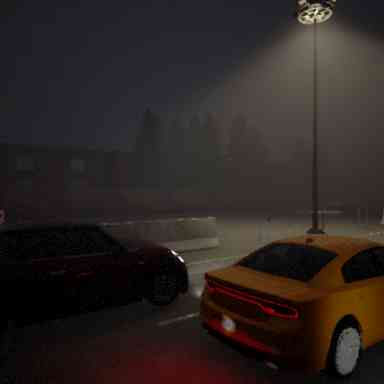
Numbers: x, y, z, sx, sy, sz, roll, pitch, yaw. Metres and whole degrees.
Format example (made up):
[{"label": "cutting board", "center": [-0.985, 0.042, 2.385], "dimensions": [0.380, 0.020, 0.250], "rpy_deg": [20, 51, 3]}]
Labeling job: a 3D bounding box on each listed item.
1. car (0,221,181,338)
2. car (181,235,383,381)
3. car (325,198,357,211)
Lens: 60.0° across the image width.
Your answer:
[{"label": "car", "center": [-2.274, 1.347, 6.438], "dimensions": [4.553, 1.767, 2.097], "rpy_deg": [0, 0, -36]}, {"label": "car", "center": [2.452, 1.461, 5.535], "dimensions": [5.008, 1.535, 1.882], "rpy_deg": [0, 0, -36]}, {"label": "car", "center": [17.450, 1.419, 38.784], "dimensions": [4.674, 1.442, 1.812], "rpy_deg": [0, 0, -37]}]
